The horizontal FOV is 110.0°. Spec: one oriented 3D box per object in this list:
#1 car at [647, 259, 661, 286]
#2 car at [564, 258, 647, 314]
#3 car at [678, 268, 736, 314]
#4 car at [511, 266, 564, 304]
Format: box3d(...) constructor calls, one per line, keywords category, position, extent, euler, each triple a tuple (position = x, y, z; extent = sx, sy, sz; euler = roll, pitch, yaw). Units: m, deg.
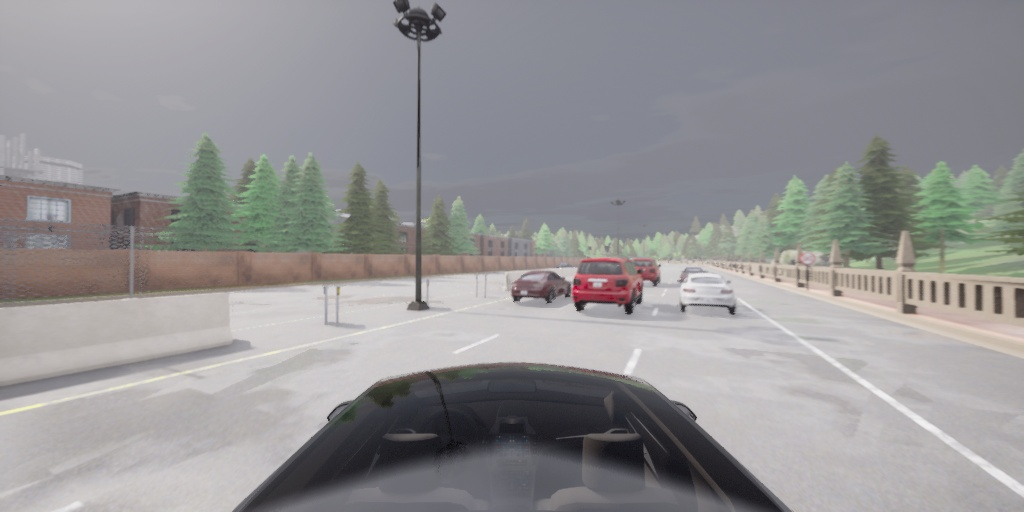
box3d(category="car", position=(10.485, 1.230, 28.434), extent=(2.150, 2.045, 5.566), euler=(0, 0, 26))
box3d(category="car", position=(4.111, 1.102, 14.912), extent=(2.150, 2.045, 5.566), euler=(0, 0, 25))
box3d(category="car", position=(7.862, 1.396, 14.636), extent=(1.812, 1.442, 4.674), euler=(0, 0, 25))
box3d(category="car", position=(1.508, 1.431, 17.571), extent=(1.812, 1.442, 4.674), euler=(0, 0, 25))
